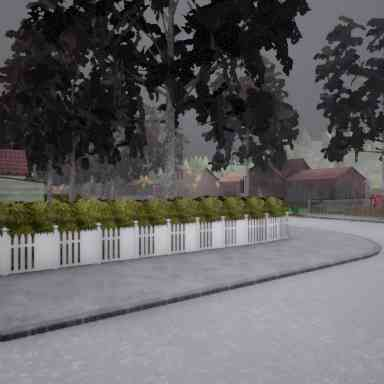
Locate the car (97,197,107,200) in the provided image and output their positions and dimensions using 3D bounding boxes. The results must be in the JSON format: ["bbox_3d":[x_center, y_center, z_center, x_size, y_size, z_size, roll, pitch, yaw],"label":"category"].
[{"bbox_3d":[-17.268,1.564,64.447,1.994,1.385,4.181,0,0,-36],"label":"car"}]

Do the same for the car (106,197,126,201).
[{"bbox_3d":[-9.660,1.547,46.562,2.033,1.411,5.357,0,0,-35],"label":"car"}]
